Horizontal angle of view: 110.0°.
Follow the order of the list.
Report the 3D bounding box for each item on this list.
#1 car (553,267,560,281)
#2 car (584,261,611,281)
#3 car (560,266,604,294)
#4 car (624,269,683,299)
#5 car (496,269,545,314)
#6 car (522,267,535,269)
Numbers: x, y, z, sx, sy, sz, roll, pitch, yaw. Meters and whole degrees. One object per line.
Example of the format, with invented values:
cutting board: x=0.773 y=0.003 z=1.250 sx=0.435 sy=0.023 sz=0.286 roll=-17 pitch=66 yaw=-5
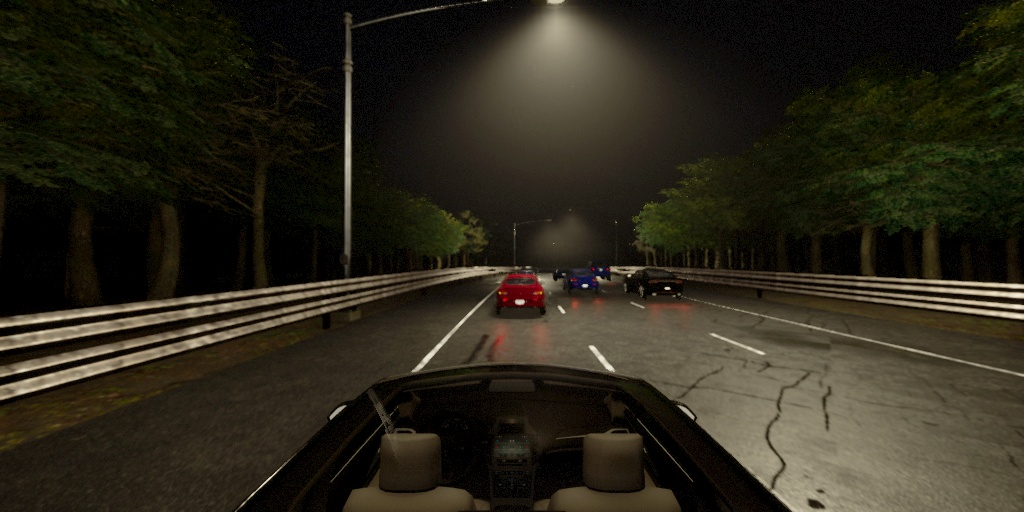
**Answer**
car: x=5.399 y=1.883 z=38.082 sx=1.994 sy=1.385 sz=4.181 roll=0 pitch=-1 yaw=5
car: x=8.859 y=1.526 z=37.527 sx=2.150 sy=2.045 sz=5.566 roll=0 pitch=-1 yaw=5
car: x=4.242 y=1.534 z=22.462 sx=1.812 sy=1.442 sz=4.674 roll=0 pitch=-1 yaw=3
car: x=7.594 y=1.445 z=19.693 sx=1.882 sy=1.535 sz=5.008 roll=0 pitch=-1 yaw=3
car: x=0.365 y=1.432 z=14.589 sx=1.812 sy=1.442 sz=4.674 roll=0 pitch=0 yaw=2
car: x=1.638 y=1.806 z=35.567 sx=2.033 sy=1.411 sz=5.357 roll=0 pitch=-1 yaw=5
